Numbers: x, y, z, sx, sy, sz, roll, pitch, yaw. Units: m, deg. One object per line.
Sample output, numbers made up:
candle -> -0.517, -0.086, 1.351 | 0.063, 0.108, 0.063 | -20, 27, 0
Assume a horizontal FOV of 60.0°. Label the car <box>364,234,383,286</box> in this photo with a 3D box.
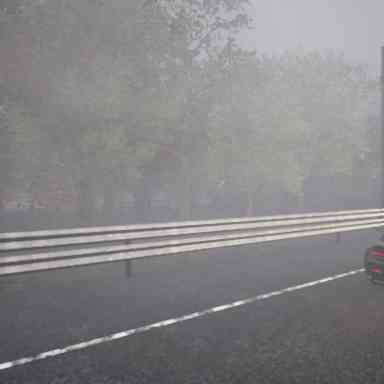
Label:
car -> 6.106, 1.493, 8.137 | 4.892, 1.490, 1.837 | 0, 0, -36
